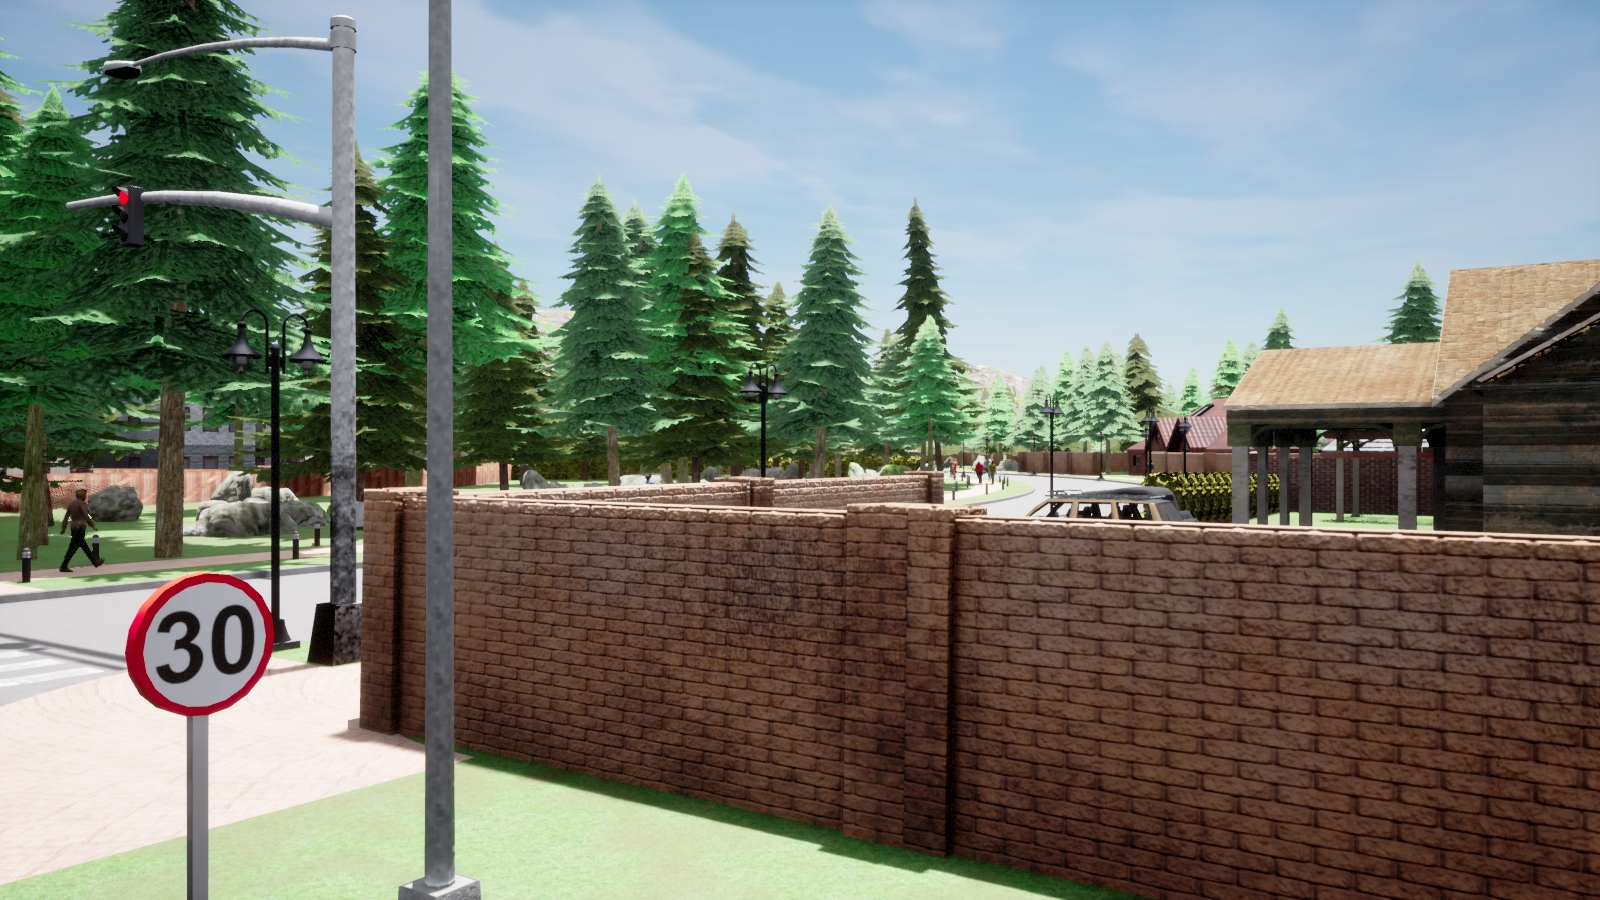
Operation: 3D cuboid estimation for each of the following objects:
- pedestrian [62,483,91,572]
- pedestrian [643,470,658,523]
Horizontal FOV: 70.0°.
[{"bbox_3d":[-15.395,1.647,24.324,0.375,1.860,0.375,0,0,25],"label":"pedestrian"},{"bbox_3d":[-5.329,1.646,40.701,0.375,1.860,0.375,0,0,34],"label":"pedestrian"}]
